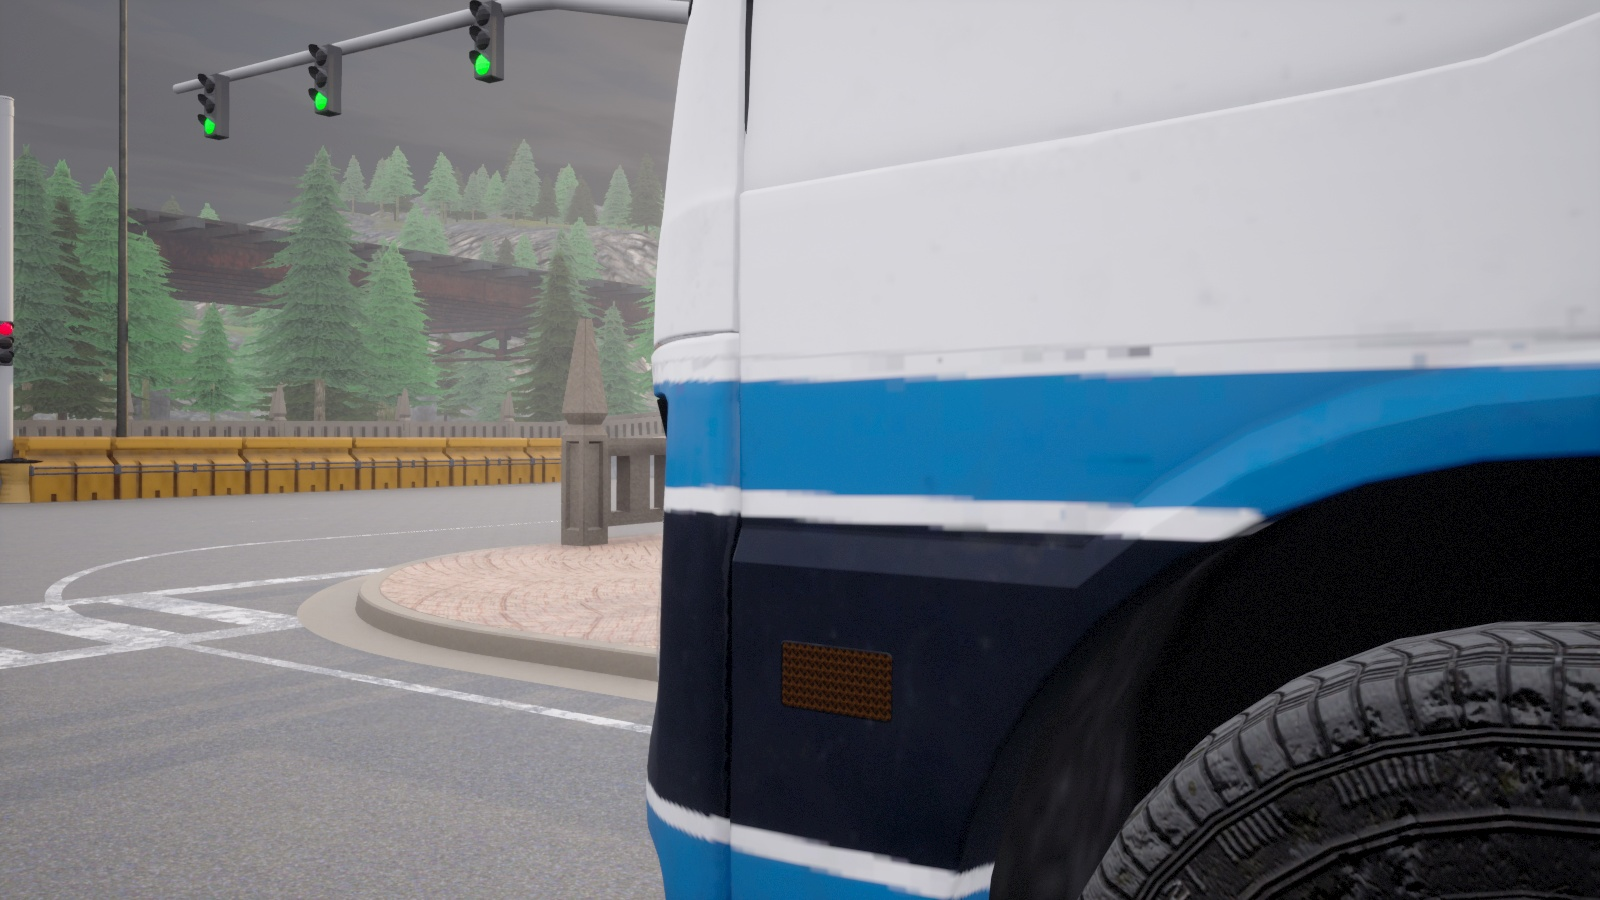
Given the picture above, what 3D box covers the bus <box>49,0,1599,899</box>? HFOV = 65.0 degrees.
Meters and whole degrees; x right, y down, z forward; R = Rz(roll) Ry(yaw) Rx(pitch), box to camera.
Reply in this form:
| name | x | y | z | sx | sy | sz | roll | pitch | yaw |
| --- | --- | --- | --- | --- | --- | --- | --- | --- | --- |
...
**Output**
| name | x | y | z | sx | sy | sz | roll | pitch | yaw |
| --- | --- | --- | --- | --- | --- | --- | --- | --- | --- |
| bus | 4.151 | -0.694 | 0.838 | 10.273 | 4.253 | 3.944 | 0 | 1 | 34 |
